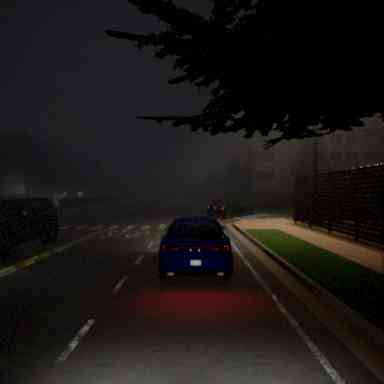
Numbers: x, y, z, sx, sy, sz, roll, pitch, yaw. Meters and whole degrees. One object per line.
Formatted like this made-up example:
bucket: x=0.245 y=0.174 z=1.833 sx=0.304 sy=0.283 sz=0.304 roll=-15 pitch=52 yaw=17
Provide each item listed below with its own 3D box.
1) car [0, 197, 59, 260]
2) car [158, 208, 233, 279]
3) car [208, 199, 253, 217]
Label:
car: x=-7.054 y=1.229 z=12.747 sx=2.150 sy=2.045 sz=5.566 roll=0 pitch=0 yaw=0
car: x=0.090 y=1.482 z=10.136 sx=1.882 sy=1.535 sz=5.008 roll=0 pitch=0 yaw=0
car: x=3.439 y=1.358 z=29.206 sx=2.097 sy=1.767 sz=4.553 roll=0 pitch=0 yaw=45
